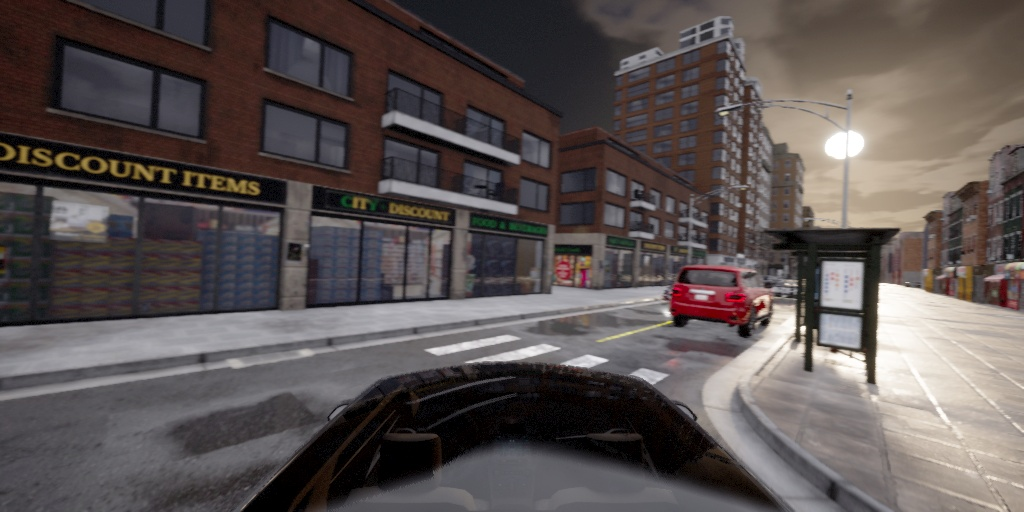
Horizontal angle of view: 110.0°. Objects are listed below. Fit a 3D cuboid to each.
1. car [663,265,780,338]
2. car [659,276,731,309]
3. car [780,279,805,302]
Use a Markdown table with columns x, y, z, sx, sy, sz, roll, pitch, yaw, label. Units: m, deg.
| x | y | z | sx | sy | sz | roll | pitch | yaw | label |
| --- | --- | --- | --- | --- | --- | --- | --- | --- | --- |
| 7.276 | 1.379 | 12.241 | 2.150 | 2.045 | 5.566 | 2 | -1 | 43 | car |
| 10.125 | 1.894 | 19.596 | 2.033 | 1.411 | 5.357 | 2 | -1 | 43 | car |
| 19.560 | 2.435 | 25.324 | 1.895 | 1.301 | 4.718 | 2 | -1 | 43 | car |
